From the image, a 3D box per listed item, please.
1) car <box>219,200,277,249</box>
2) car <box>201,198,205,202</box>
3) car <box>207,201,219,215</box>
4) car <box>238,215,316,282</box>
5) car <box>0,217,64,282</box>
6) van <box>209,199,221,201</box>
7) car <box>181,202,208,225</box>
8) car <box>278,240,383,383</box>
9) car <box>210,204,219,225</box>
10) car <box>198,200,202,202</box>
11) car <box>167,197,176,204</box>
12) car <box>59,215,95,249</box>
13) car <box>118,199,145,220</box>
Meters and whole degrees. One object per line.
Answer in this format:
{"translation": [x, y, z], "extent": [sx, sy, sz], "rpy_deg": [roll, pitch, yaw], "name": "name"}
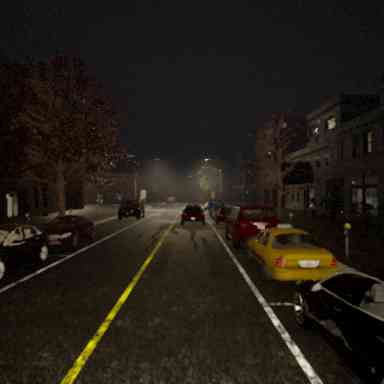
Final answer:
{"translation": [2.675, 1.474, 15.328], "extent": [2.192, 1.841, 5.009], "rpy_deg": [-1, -1, 0], "name": "car"}
{"translation": [2.654, 2.025, 48.783], "extent": [1.752, 1.417, 4.829], "rpy_deg": [-1, -1, 0], "name": "car"}
{"translation": [2.666, 1.856, 32.139], "extent": [1.752, 1.417, 4.829], "rpy_deg": [-1, -1, 0], "name": "car"}
{"translation": [2.682, 1.629, 9.946], "extent": [1.752, 1.417, 4.829], "rpy_deg": [-1, -1, 0], "name": "car"}
{"translation": [-5.700, 1.653, 9.768], "extent": [2.008, 1.369, 4.403], "rpy_deg": [-1, -1, 0], "name": "car"}
{"translation": [2.660, 1.726, 37.519], "extent": [1.690, 1.788, 3.998], "rpy_deg": [-1, -1, 0], "name": "van"}
{"translation": [0.085, 1.800, 26.652], "extent": [1.812, 1.442, 4.674], "rpy_deg": [0, -1, 0], "name": "car"}
{"translation": [2.685, 1.611, 4.229], "extent": [1.947, 1.339, 4.313], "rpy_deg": [-1, -1, 0], "name": "car"}
{"translation": [2.670, 1.854, 26.420], "extent": [1.802, 1.307, 4.206], "rpy_deg": [-1, -1, 0], "name": "car"}
{"translation": [0.070, 2.063, 45.059], "extent": [1.895, 1.301, 4.718], "rpy_deg": [0, -1, 0], "name": "car"}
{"translation": [-5.759, 2.255, 92.201], "extent": [2.192, 1.841, 5.009], "rpy_deg": [-1, -1, 0], "name": "car"}
{"translation": [-5.703, 1.741, 15.317], "extent": [1.802, 1.307, 4.206], "rpy_deg": [-1, -1, 0], "name": "car"}
{"translation": [-5.717, 1.644, 31.963], "extent": [2.192, 1.841, 5.009], "rpy_deg": [-1, -1, 0], "name": "car"}
